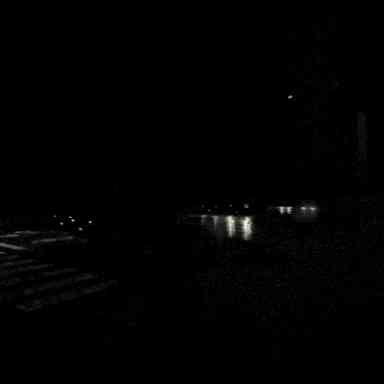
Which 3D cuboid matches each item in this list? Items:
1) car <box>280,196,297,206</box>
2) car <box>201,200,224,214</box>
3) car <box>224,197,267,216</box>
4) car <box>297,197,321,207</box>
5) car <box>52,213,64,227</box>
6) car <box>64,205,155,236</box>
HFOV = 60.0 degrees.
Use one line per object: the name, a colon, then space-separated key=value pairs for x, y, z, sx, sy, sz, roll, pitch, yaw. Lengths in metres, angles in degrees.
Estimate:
car: x=14.531 y=1.306 z=48.911 sx=2.128 sy=1.511 sz=4.902 roll=1 pitch=1 yaw=37
car: x=2.957 y=1.457 z=33.579 sx=1.895 sy=1.301 sz=4.718 roll=1 pitch=1 yaw=37
car: x=5.291 y=1.234 z=31.268 sx=2.097 sy=1.767 sz=4.553 roll=1 pitch=1 yaw=37
car: x=17.135 y=1.376 z=46.967 sx=2.033 sy=1.411 sz=5.357 roll=1 pitch=1 yaw=37
car: x=-6.342 y=1.513 z=21.133 sx=1.895 sy=1.301 sz=4.718 roll=1 pitch=1 yaw=34
car: x=-4.292 y=1.541 z=18.448 sx=1.895 sy=1.301 sz=4.718 roll=1 pitch=1 yaw=37
